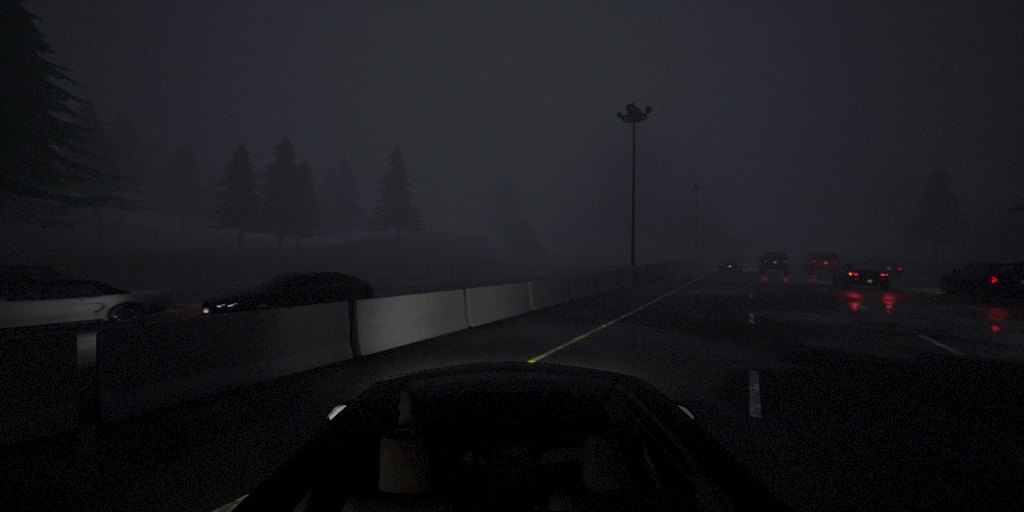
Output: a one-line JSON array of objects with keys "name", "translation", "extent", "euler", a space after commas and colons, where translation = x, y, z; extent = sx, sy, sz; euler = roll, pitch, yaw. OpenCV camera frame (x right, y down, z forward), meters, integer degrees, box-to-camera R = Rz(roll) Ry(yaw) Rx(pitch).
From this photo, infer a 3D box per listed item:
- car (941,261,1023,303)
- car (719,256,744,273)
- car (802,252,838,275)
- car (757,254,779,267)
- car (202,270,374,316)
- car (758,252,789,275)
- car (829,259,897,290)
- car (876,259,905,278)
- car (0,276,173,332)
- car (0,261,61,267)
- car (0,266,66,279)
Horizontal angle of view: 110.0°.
[{"name": "car", "translation": [20.983, 1.007, 15.551], "extent": [2.097, 1.767, 4.553], "euler": [0, 1, 34]}, {"name": "car", "translation": [22.464, 0.956, 36.807], "extent": [1.994, 1.385, 4.181], "euler": [0, 1, 34]}, {"name": "car", "translation": [28.165, 0.624, 32.730], "extent": [2.150, 2.045, 5.566], "euler": [0, 1, 33]}, {"name": "car", "translation": [33.243, 0.584, 46.735], "extent": [2.128, 1.511, 4.902], "euler": [0, 1, 33]}, {"name": "car", "translation": [-6.958, 1.247, 11.745], "extent": [1.837, 1.490, 4.892], "euler": [0, 0, 34]}, {"name": "car", "translation": [24.997, 0.629, 34.290], "extent": [2.150, 2.045, 5.566], "euler": [0, 1, 33]}, {"name": "car", "translation": [20.516, 1.132, 21.185], "extent": [1.812, 1.442, 4.674], "euler": [0, 0, 34]}, {"name": "car", "translation": [30.208, 0.979, 29.481], "extent": [2.033, 1.411, 5.357], "euler": [0, 1, 33]}, {"name": "car", "translation": [-12.548, 1.341, 9.642], "extent": [1.895, 1.301, 4.718], "euler": [0, 0, 34]}, {"name": "car", "translation": [-18.927, 1.086, 12.687], "extent": [2.097, 1.767, 4.553], "euler": [0, 0, 33]}, {"name": "car", "translation": [-16.058, 1.227, 10.680], "extent": [2.128, 1.511, 4.902], "euler": [0, 0, 34]}]
